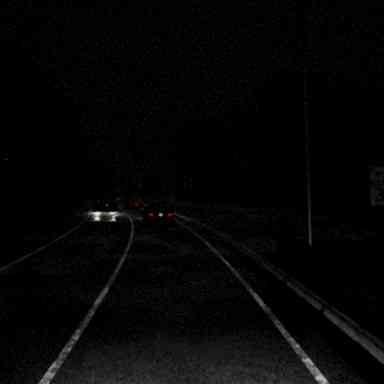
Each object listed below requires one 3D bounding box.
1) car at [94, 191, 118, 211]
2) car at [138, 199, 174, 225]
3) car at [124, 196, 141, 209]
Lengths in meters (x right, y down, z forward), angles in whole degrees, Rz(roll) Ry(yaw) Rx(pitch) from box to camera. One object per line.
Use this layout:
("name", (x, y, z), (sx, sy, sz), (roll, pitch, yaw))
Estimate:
("car", (-9.155, 0.910, 35.419), (2.150, 2.045, 5.566), (1, 0, -17))
("car", (-2.406, 1.431, 22.802), (2.033, 1.411, 5.357), (1, 0, -11))
("car", (-7.032, 1.192, 40.103), (1.882, 1.535, 5.008), (1, 1, -17))
